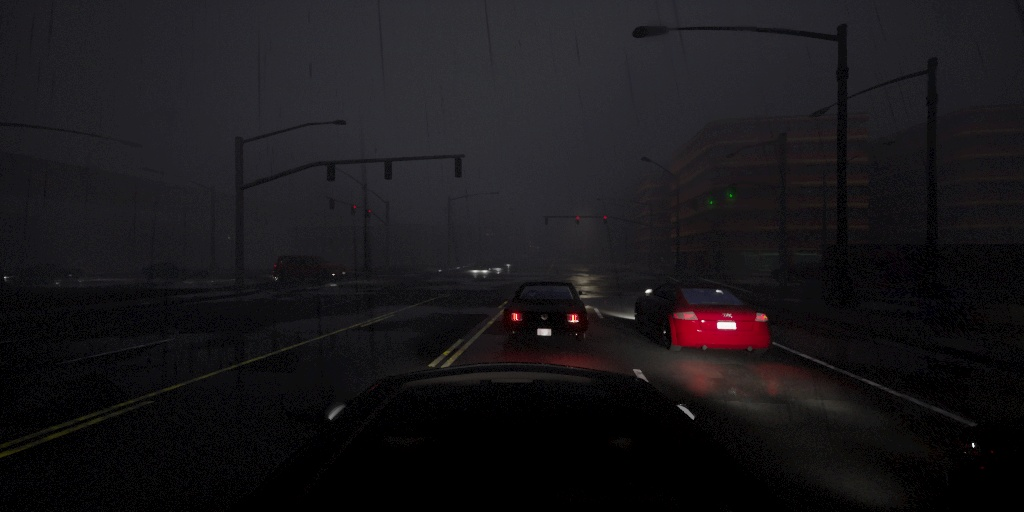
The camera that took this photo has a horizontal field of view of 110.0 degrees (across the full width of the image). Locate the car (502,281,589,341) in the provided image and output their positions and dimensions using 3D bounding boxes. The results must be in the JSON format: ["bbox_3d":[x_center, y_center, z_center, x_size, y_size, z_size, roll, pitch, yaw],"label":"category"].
[{"bbox_3d":[0.996,1.351,9.915,1.895,1.301,4.718,0,0,8],"label":"car"}]

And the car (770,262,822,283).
[{"bbox_3d":[22.803,1.228,27.591,5.008,1.535,1.882,0,0,7],"label":"car"}]

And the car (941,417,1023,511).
[{"bbox_3d":[3.640,1.242,0.203,2.128,1.511,4.902,0,0,1],"label":"car"}]

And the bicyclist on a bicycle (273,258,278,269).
[{"bbox_3d":[-26.420,1.053,40.582,0.582,1.620,1.656,0,0,7],"label":"bicyclist on a bicycle"}]

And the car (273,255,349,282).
[{"bbox_3d":[-15.834,0.971,28.273,5.566,2.045,2.150,0,0,8],"label":"car"}]

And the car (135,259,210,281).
[{"bbox_3d":[-27.770,1.228,29.693,5.008,1.535,1.882,0,0,7],"label":"car"}]

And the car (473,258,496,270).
[{"bbox_3d":[-3.880,1.176,48.705,1.994,1.385,4.181,0,1,8],"label":"car"}]

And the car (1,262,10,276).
[{"bbox_3d":[-51.037,1.276,35.164,4.674,1.442,1.812,0,0,35],"label":"car"}]

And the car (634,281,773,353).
[{"bbox_3d":[4.400,1.314,8.915,1.994,1.385,4.181,0,0,7],"label":"car"}]

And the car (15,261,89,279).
[{"bbox_3d":[-40.290,1.351,31.316,4.718,1.301,1.895,0,0,10],"label":"car"}]

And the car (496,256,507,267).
[{"bbox_3d":[-2.533,1.064,58.559,1.895,1.301,4.718,0,1,8],"label":"car"}]
